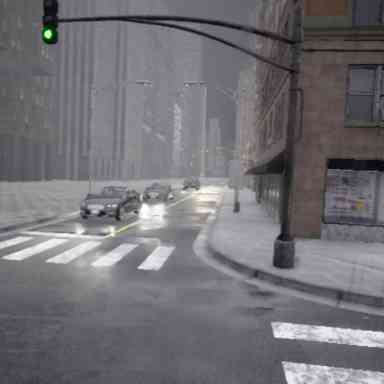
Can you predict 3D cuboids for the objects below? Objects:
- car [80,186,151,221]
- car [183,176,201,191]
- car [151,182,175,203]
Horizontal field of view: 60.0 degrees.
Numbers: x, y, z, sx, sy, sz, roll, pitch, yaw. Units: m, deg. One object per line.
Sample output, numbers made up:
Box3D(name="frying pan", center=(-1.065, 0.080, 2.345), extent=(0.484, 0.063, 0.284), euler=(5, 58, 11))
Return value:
Box3D(name="car", center=(-3.842, 0.463, 16.601), extent=(2.128, 1.511, 4.902), euler=(3, 3, 7))
Box3D(name="car", center=(0.059, -1.271, 49.187), extent=(2.150, 2.045, 5.566), euler=(3, 2, 7))
Box3D(name="car", center=(-2.591, -0.021, 27.318), extent=(2.128, 1.511, 4.902), euler=(3, 3, 6))
